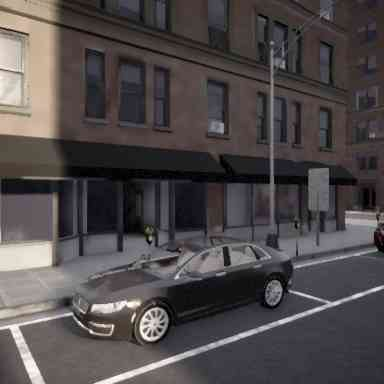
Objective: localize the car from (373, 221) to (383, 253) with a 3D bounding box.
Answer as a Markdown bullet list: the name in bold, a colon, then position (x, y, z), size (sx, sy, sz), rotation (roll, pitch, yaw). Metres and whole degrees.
- **car**: position (8.879, 1.312, 12.521), size (5.009, 1.841, 2.192), rotation (0, 0, -35)

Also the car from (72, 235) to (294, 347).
- **car**: position (0.066, 1.549, 6.235), size (4.403, 1.369, 2.008), rotation (0, 0, -35)
